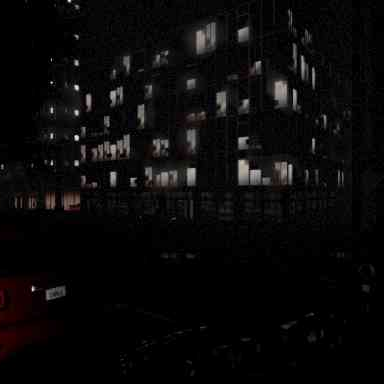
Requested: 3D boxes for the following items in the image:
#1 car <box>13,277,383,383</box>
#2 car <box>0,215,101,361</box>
[{"bbox_3d":[0.889,1.566,2.243,4.313,1.339,1.947,0,0,36],"label":"car"},{"bbox_3d":[-3.607,1.315,5.452,5.009,1.841,2.192,0,0,36],"label":"car"}]
